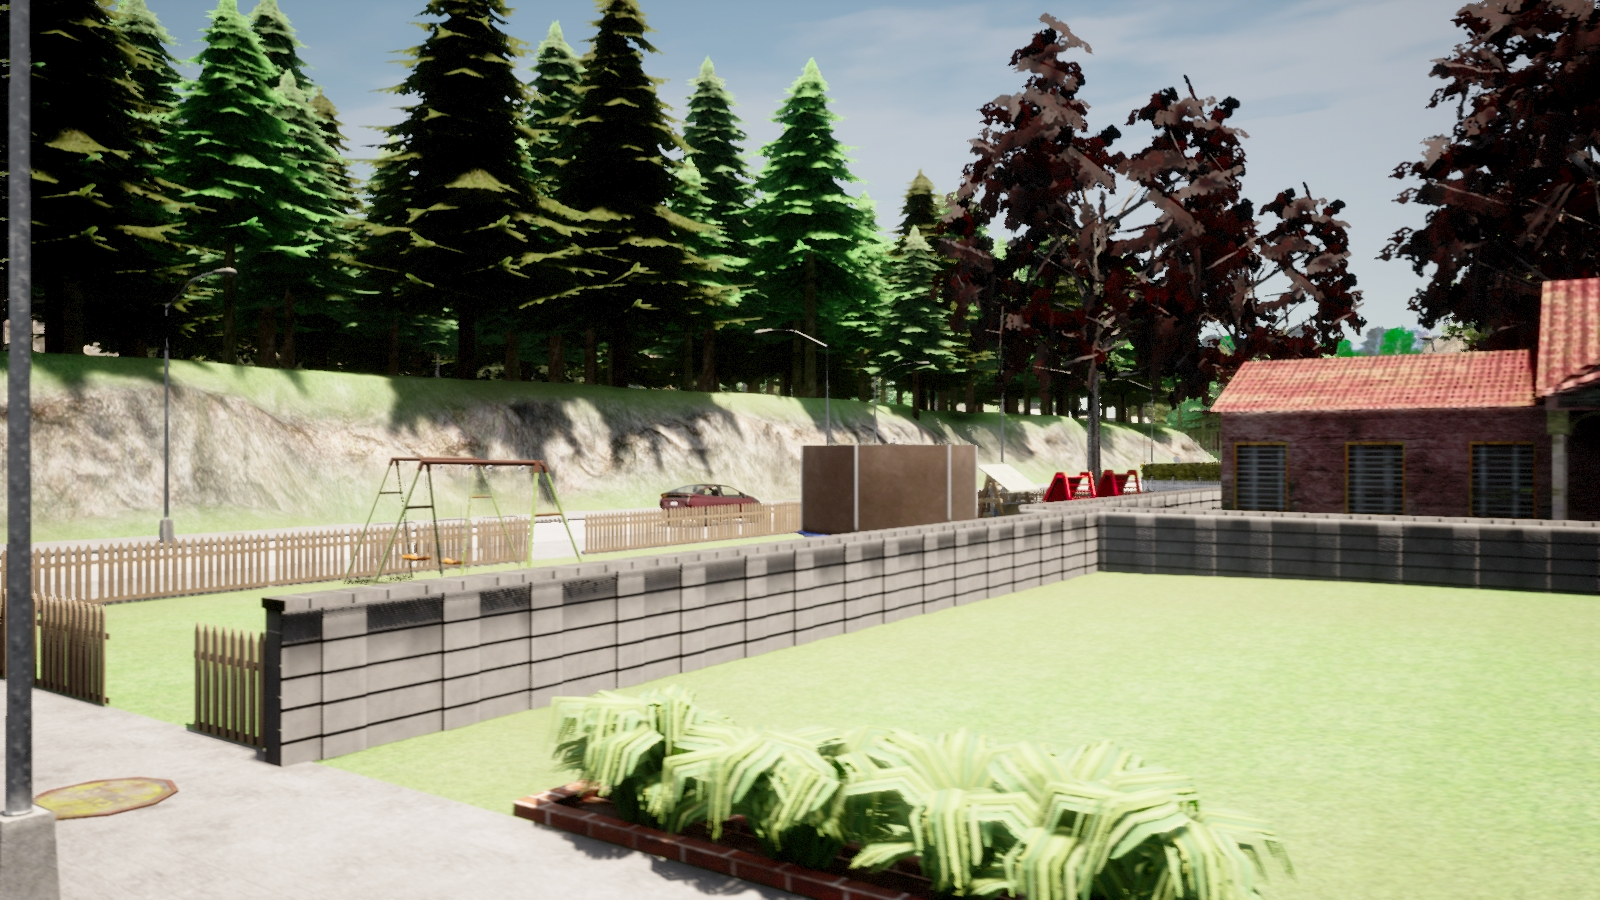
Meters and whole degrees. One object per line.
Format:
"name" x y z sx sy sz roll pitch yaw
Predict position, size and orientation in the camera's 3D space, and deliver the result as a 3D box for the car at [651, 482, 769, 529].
"car" -3.346 2.039 43.186 2.007 1.525 4.514 0 0 35
